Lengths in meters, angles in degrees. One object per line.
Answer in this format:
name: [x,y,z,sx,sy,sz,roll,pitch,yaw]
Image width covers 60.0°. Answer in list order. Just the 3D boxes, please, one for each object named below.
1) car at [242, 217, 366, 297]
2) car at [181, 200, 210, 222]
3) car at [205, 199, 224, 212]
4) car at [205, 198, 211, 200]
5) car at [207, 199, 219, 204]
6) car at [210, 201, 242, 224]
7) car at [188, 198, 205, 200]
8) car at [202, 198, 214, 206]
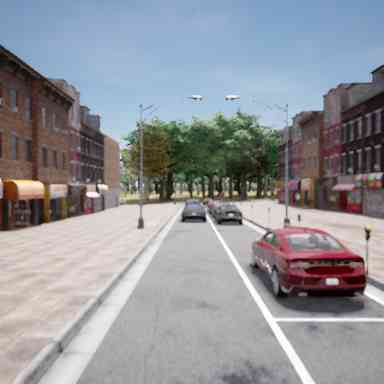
car: [2.640,1.556,8.487,1.887,1.381,4.507,-1,0,0]
car: [0.138,1.613,27.117,1.994,1.385,4.181,0,0,0]
car: [2.686,1.639,40.926,2.008,1.369,4.403,-1,0,0]
car: [2.678,1.616,35.520,1.887,1.381,4.507,-1,0,0]
car: [2.671,1.608,30.113,2.008,1.369,4.403,-1,0,0]
car: [2.663,1.609,24.707,1.947,1.339,4.313,-1,0,0]
car: [0.136,1.580,40.803,2.128,1.511,4.902,0,0,0]
car: [2.710,1.689,57.146,1.887,1.381,4.507,-1,0,0]
